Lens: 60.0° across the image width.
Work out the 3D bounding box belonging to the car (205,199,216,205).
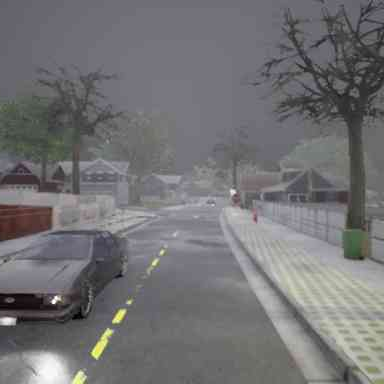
[{"bbox_3d":[4.243,2.236,75.940,1.994,1.385,4.181,0,-1,10],"label":"car"}]

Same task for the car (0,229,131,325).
[{"bbox_3d":[-2.755,1.599,7.715,2.033,1.411,5.357,0,0,1],"label":"car"}]
